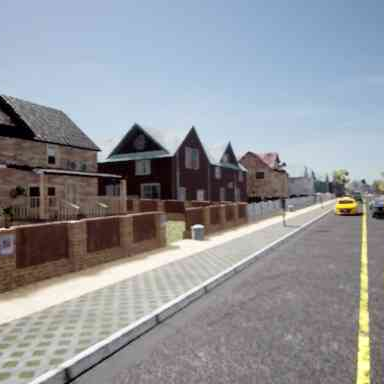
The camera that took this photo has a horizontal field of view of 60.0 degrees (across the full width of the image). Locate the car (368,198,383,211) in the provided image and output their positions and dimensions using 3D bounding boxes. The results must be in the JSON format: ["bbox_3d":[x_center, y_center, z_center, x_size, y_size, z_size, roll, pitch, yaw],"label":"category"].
[{"bbox_3d":[21.266,1.361,38.012,1.895,1.301,4.718,-2,0,28],"label":"car"}]

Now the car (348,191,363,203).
[{"bbox_3d":[29.242,0.940,59.501,2.150,2.045,5.566,-2,0,27],"label":"car"}]

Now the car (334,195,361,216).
[{"bbox_3d":[14.514,1.356,31.281,1.882,1.535,5.008,-2,0,27],"label":"car"}]

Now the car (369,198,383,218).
[{"bbox_3d":[15.901,1.364,27.623,2.033,1.411,5.357,-2,0,28],"label":"car"}]
